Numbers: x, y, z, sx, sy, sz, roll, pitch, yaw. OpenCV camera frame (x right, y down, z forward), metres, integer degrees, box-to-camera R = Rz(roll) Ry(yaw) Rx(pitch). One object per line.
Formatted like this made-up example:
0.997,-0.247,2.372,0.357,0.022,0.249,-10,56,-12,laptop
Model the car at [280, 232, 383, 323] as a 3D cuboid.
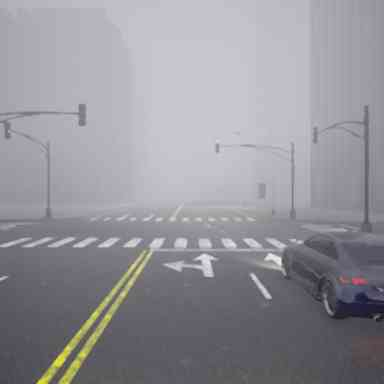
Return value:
3.350,1.550,7.281,1.994,1.385,4.181,0,0,0,car
